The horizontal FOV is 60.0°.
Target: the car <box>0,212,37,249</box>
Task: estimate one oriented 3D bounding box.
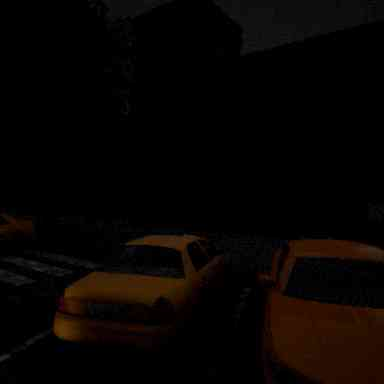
[{"bbox_3d":[-7.805,1.360,11.463,1.946,1.575,5.366,1,0,16],"label":"car"}]

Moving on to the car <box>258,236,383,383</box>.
[{"bbox_3d":[2.036,1.484,4.674,2.097,1.535,5.008,1,0,15],"label":"car"}]

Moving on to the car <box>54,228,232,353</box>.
[{"bbox_3d":[-0.372,1.475,6.581,1.946,1.575,5.366,1,0,16],"label":"car"}]
